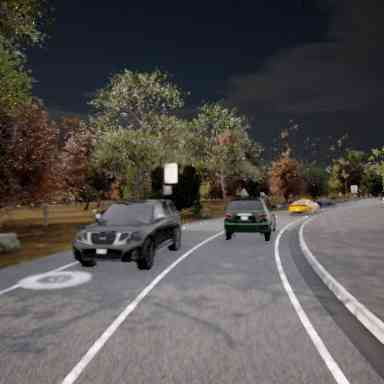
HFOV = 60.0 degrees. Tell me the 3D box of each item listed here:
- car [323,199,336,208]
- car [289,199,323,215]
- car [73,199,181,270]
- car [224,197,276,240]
[{"bbox_3d":[18.604,1.620,47.440,4.718,1.301,1.895,-3,-2,-44],"label":"car"},{"bbox_3d":[11.538,1.503,34.063,1.882,1.535,5.008,-4,-2,35],"label":"car"},{"bbox_3d":[-1.919,1.291,11.792,2.150,2.045,5.566,-1,-1,12],"label":"car"},{"bbox_3d":[3.162,1.271,17.540,2.150,2.045,5.566,-1,-1,17],"label":"car"}]
